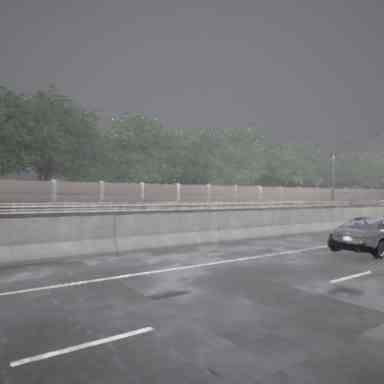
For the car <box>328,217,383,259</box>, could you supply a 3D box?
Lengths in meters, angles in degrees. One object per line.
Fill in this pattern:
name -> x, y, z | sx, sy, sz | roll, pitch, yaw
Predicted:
car -> 7.365, 1.705, 13.407 | 4.181, 1.385, 1.994 | 1, 0, -35
